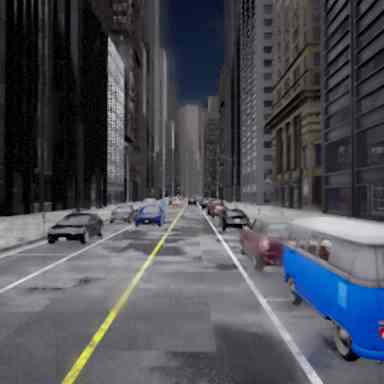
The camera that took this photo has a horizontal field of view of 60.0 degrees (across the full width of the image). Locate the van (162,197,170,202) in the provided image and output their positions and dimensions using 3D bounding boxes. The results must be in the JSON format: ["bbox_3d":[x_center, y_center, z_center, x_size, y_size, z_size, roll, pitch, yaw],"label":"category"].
[{"bbox_3d":[-5.713,2.158,73.051,1.690,1.788,3.998,0,-1,0],"label":"van"}]

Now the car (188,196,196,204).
[{"bbox_3d":[0.059,2.164,88.758,2.150,2.045,5.566,0,-1,0],"label":"car"}]

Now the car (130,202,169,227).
[{"bbox_3d":[-3.082,1.751,25.122,1.882,1.535,5.008,0,-1,0],"label":"car"}]

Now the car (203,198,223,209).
[{"bbox_3d":[2.790,1.749,39.403,2.192,1.841,5.009,0,-1,0],"label":"car"}]

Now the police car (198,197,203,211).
[{"bbox_3d":[2.401,1.993,51.291,1.930,1.638,5.238,0,-1,0],"label":"police car"}]

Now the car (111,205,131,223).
[{"bbox_3d":[-5.743,1.858,28.176,2.008,1.369,4.403,0,-1,0],"label":"car"}]

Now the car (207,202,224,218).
[{"bbox_3d":[2.786,1.952,33.791,1.802,1.307,4.206,0,-1,0],"label":"car"}]

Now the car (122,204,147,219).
[{"bbox_3d":[-5.739,1.952,33.784,1.802,1.307,4.206,0,-1,0],"label":"car"}]

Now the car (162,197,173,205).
[{"bbox_3d":[-5.709,2.197,78.660,2.192,1.841,5.009,0,-1,0],"label":"car"}]

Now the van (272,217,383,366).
[{"bbox_3d":[2.768,1.404,5.750,1.690,1.788,3.998,0,-1,0],"label":"van"}]

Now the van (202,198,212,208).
[{"bbox_3d":[2.805,2.030,61.838,1.690,1.788,3.998,0,-1,0],"label":"van"}]

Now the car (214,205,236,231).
[{"bbox_3d":[2.779,1.811,22.574,1.947,1.339,4.313,0,-1,0],"label":"car"}]

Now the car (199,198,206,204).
[{"bbox_3d":[2.823,2.452,89.880,1.967,1.590,4.097,0,-1,0],"label":"car"}]

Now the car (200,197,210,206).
[{"bbox_3d":[2.812,2.133,73.056,2.192,1.841,5.009,0,-1,0],"label":"car"}]

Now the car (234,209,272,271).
[{"bbox_3d":[2.771,1.563,11.358,1.967,1.590,4.097,0,-1,0],"label":"car"}]

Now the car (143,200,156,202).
[{"bbox_3d":[-5.736,1.957,39.224,1.752,1.417,4.829,0,-1,0],"label":"car"}]

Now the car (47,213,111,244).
[{"bbox_3d":[-5.750,1.749,16.957,1.947,1.339,4.313,0,-1,0],"label":"car"}]

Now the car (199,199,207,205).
[{"bbox_3d":[2.819,2.492,84.271,1.887,1.381,4.507,0,-1,0],"label":"car"}]

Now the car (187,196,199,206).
[{"bbox_3d":[0.046,2.159,69.074,1.882,1.535,5.008,0,-1,0],"label":"car"}]

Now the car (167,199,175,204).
[{"bbox_3d":[-5.702,2.562,89.875,2.008,1.369,4.403,0,-1,0],"label":"car"}]

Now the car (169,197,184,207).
[{"bbox_3d":[-2.964,2.216,66.361,1.882,1.535,5.008,0,-1,0],"label":"car"}]
